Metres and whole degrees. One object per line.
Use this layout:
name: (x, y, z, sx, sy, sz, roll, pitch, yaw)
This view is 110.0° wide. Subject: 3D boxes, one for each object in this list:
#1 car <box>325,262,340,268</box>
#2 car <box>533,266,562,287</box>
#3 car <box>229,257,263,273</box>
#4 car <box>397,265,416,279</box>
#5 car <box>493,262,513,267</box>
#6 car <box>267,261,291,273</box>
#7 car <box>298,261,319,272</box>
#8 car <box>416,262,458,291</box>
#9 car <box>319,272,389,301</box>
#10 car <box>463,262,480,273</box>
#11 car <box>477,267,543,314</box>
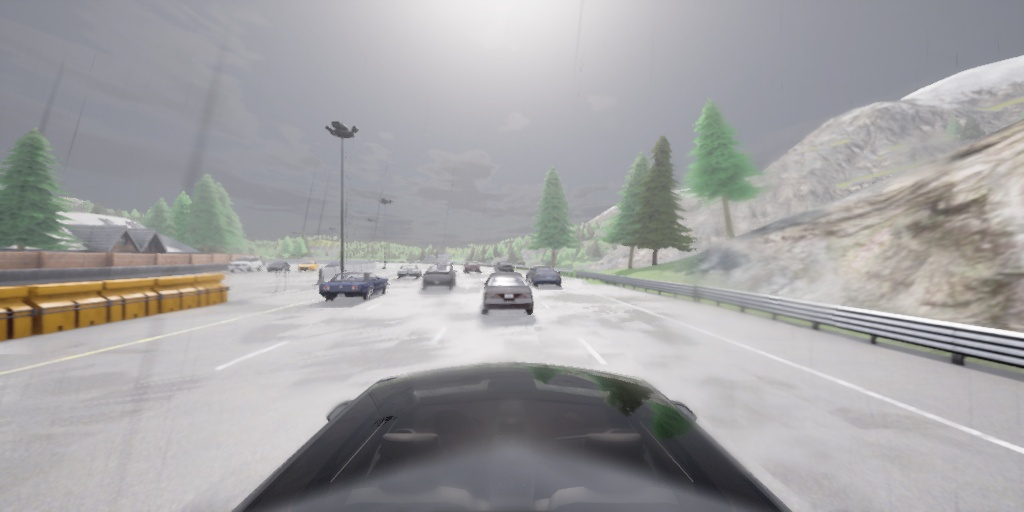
car: (-24.842, 1.509, 50.503, 2.033, 1.411, 5.357, 0, 0, -17)
car: (2.160, 1.414, 25.598, 1.994, 1.385, 4.181, 0, 0, -7)
car: (-34.728, 1.171, 46.952, 2.150, 2.045, 5.566, 0, 0, -17)
car: (-9.875, 1.492, 34.732, 1.895, 1.301, 4.718, 0, 0, -11)
car: (-1.109, 1.434, 44.103, 1.837, 1.490, 4.892, 1, 0, -13)
car: (-31.684, 1.460, 48.888, 1.837, 1.490, 4.892, 0, 0, -17)
car: (-28.464, 1.439, 50.290, 1.882, 1.535, 5.008, 0, 0, -17)
car: (-4.572, 1.333, 23.021, 2.128, 1.511, 4.902, 0, 0, -6)
car: (-7.542, 1.420, 17.682, 1.895, 1.301, 4.718, 0, 0, -5)
car: (-5.283, 1.465, 46.508, 1.812, 1.442, 4.674, 0, 0, -14)
car: (-0.259, 1.350, 14.098, 2.033, 1.411, 5.357, 0, 0, -4)
